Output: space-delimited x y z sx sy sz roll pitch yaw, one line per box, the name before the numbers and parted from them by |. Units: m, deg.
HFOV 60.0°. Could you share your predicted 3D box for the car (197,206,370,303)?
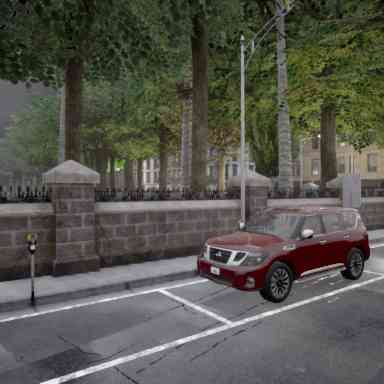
car | 2.516 1.314 8.384 5.009 1.841 2.192 0 0 -36
